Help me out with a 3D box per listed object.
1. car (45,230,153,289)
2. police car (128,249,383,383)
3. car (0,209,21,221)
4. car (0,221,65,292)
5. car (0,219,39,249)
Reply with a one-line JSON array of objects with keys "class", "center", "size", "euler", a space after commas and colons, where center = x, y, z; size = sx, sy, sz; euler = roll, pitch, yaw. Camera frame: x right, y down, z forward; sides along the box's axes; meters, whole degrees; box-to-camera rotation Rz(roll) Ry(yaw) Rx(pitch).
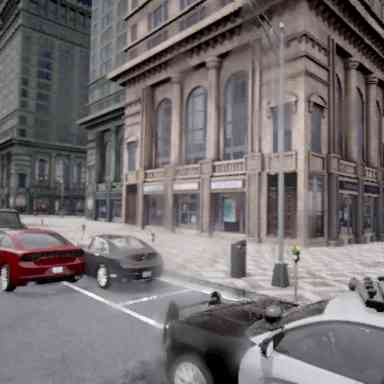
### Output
[{"class": "car", "center": [-2.687, 1.995, 10.456], "size": [2.008, 1.369, 4.403], "euler": [4, -4, -43]}, {"class": "police car", "center": [1.691, 1.616, 3.025], "size": [1.930, 1.638, 5.238], "euler": [4, -4, -43]}, {"class": "car", "center": [-9.160, 1.729, 14.677], "size": [2.150, 2.045, 5.566], "euler": [4, -4, -43]}, {"class": "car", "center": [-5.099, 1.860, 10.198], "size": [1.882, 1.535, 5.008], "euler": [4, -4, -44]}, {"class": "car", "center": [-10.221, 2.244, 18.536], "size": [1.802, 1.307, 4.206], "euler": [4, -4, -43]}]
